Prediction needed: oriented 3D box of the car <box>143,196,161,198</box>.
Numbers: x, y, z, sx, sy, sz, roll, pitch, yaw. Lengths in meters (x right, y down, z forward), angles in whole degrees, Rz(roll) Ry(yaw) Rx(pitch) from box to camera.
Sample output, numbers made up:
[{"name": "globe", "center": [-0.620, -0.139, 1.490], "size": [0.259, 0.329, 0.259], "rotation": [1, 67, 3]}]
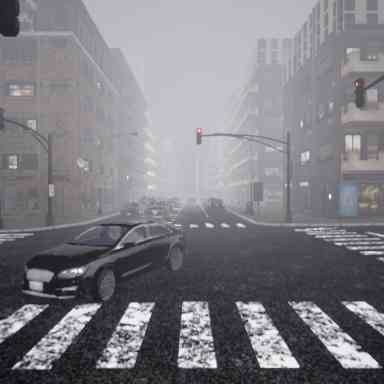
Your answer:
[{"name": "car", "center": [-5.700, 1.397, 43.500], "size": [2.192, 1.841, 5.009], "rotation": [0, 0, 0]}]

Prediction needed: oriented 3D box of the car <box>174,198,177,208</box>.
[{"name": "car", "center": [-3.107, 1.676, 39.865], "size": [1.895, 1.301, 4.718], "rotation": [0, 0, 0]}]

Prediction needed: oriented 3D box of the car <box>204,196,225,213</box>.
[{"name": "car", "center": [2.682, 1.511, 37.822], "size": [1.967, 1.590, 4.097], "rotation": [0, 0, 0]}]

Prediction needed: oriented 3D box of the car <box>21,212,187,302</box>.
[{"name": "car", "center": [-1.881, 1.523, 8.576], "size": [2.128, 1.511, 4.902], "rotation": [-2, 0, 27]}]

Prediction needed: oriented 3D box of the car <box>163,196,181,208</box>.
[{"name": "car", "center": [-3.099, 1.660, 49.843], "size": [1.994, 1.385, 4.181], "rotation": [0, 0, 0]}]

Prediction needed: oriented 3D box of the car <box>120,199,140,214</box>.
[{"name": "car", "center": [-5.696, 1.625, 32.135], "size": [1.947, 1.339, 4.313], "rotation": [0, 0, 0]}]

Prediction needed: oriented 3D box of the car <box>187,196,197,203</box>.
[{"name": "car", "center": [0.028, 1.655, 70.550], "size": [2.128, 1.511, 4.902], "rotation": [0, 0, 0]}]

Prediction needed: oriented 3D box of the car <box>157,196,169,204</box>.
[{"name": "car", "center": [-5.705, 1.573, 66.231], "size": [1.967, 1.590, 4.097], "rotation": [0, 0, 0]}]

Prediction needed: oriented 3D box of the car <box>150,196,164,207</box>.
[{"name": "car", "center": [-5.702, 1.547, 54.865], "size": [1.967, 1.590, 4.097], "rotation": [0, 0, 0]}]

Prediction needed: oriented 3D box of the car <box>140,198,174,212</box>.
[{"name": "car", "center": [-3.098, 1.548, 30.566], "size": [2.128, 1.511, 4.902], "rotation": [0, 0, 1]}]

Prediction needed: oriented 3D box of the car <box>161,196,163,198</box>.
[{"name": "car", "center": [-5.701, 1.619, 49.012], "size": [1.752, 1.417, 4.829], "rotation": [0, 0, 0]}]

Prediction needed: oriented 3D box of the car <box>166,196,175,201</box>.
[{"name": "car", "center": [-5.711, 1.740, 88.959], "size": [2.008, 1.369, 4.403], "rotation": [0, 0, 0]}]

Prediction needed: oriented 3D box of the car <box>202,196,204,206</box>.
[{"name": "car", "center": [2.681, 1.522, 43.504], "size": [1.967, 1.590, 4.097], "rotation": [0, 0, 0]}]

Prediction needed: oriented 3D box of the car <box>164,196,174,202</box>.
[{"name": "car", "center": [-5.709, 1.726, 83.276], "size": [2.008, 1.369, 4.403], "rotation": [0, 0, 0]}]

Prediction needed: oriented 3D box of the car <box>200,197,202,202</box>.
[{"name": "car", "center": [2.679, 1.689, 54.869], "size": [1.802, 1.307, 4.206], "rotation": [0, 0, 0]}]

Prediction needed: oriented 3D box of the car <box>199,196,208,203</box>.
[{"name": "car", "center": [2.673, 1.712, 77.598], "size": [2.008, 1.369, 4.403], "rotation": [0, 0, 0]}]

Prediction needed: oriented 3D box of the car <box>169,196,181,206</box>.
[{"name": "car", "center": [-3.059, 1.596, 59.853], "size": [1.882, 1.535, 5.008], "rotation": [0, 0, 0]}]
